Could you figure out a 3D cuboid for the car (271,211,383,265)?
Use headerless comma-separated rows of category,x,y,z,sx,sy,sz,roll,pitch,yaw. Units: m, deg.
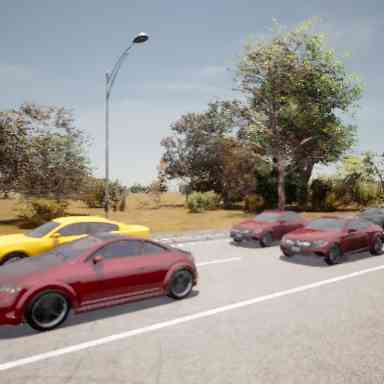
car,5.211,1.582,12.049,4.674,1.442,1.812,0,0,-36

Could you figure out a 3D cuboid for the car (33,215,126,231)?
car,-3.644,1.495,10.005,5.008,1.535,1.882,0,0,-37

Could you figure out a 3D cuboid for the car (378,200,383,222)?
car,15.644,1.312,23.958,4.902,1.511,2.128,0,0,-37

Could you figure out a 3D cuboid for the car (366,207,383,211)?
car,12.015,1.675,21.298,4.181,1.385,1.994,0,0,-36

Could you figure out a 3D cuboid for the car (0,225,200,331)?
car,-1.886,1.578,6.921,4.181,1.385,1.994,0,0,-37

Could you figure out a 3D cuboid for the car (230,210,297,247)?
car,3.868,1.588,15.398,4.674,1.442,1.812,0,0,-36
